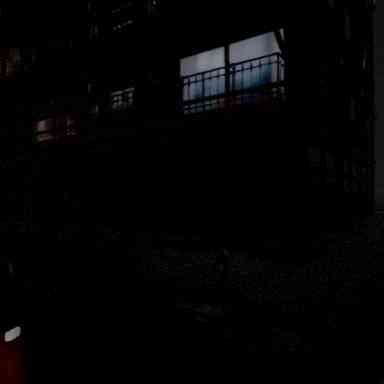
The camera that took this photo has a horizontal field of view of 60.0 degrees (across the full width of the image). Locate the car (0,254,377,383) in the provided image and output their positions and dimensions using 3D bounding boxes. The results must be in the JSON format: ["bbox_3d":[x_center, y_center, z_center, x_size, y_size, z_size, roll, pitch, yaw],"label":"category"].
[{"bbox_3d":[-0.637,1.561,3.330,4.507,1.381,1.887,0,0,35],"label":"car"}]

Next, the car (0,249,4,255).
[{"bbox_3d":[-5.226,1.494,6.603,4.097,1.590,1.967,0,0,35],"label":"car"}]
